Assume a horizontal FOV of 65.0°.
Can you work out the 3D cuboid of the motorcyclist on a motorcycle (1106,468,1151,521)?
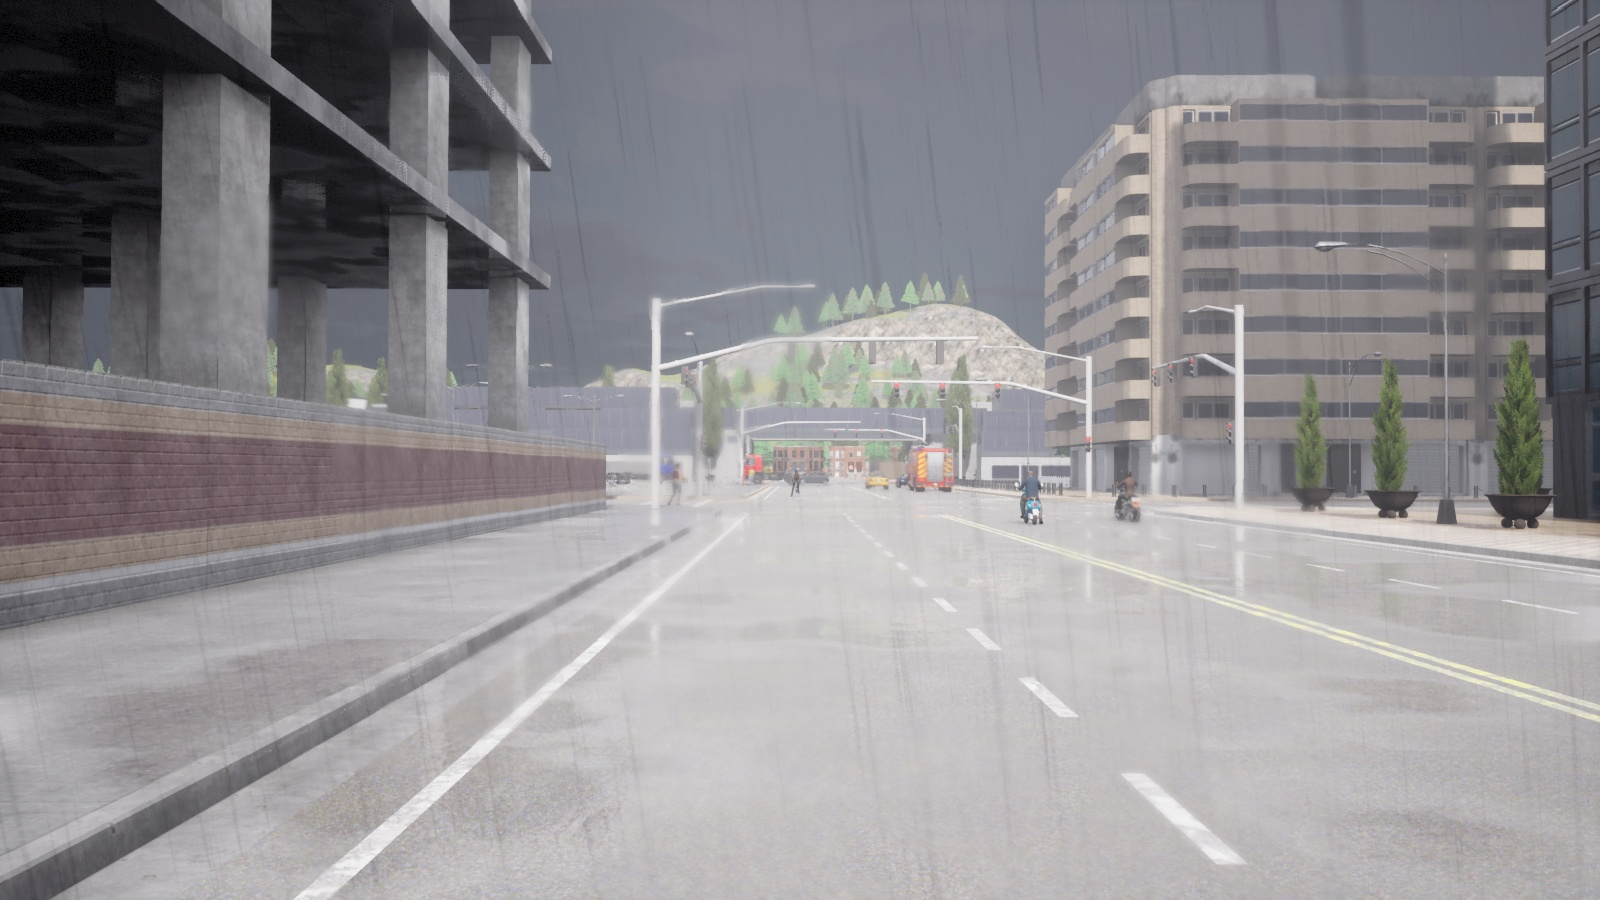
[{"bbox_3d":[10.392,1.390,39.816,0.766,1.649,2.350,0,-1,0],"label":"motorcyclist on a motorcycle"}]

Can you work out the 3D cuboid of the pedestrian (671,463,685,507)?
[{"bbox_3d":[-5.128,1.456,52.686,0.345,1.836,0.594,-1,-1,23],"label":"pedestrian"}]

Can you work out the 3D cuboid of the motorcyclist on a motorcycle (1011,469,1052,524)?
[{"bbox_3d":[6.898,1.369,37.519,0.866,1.590,1.817,0,-1,0],"label":"motorcyclist on a motorcycle"}]
